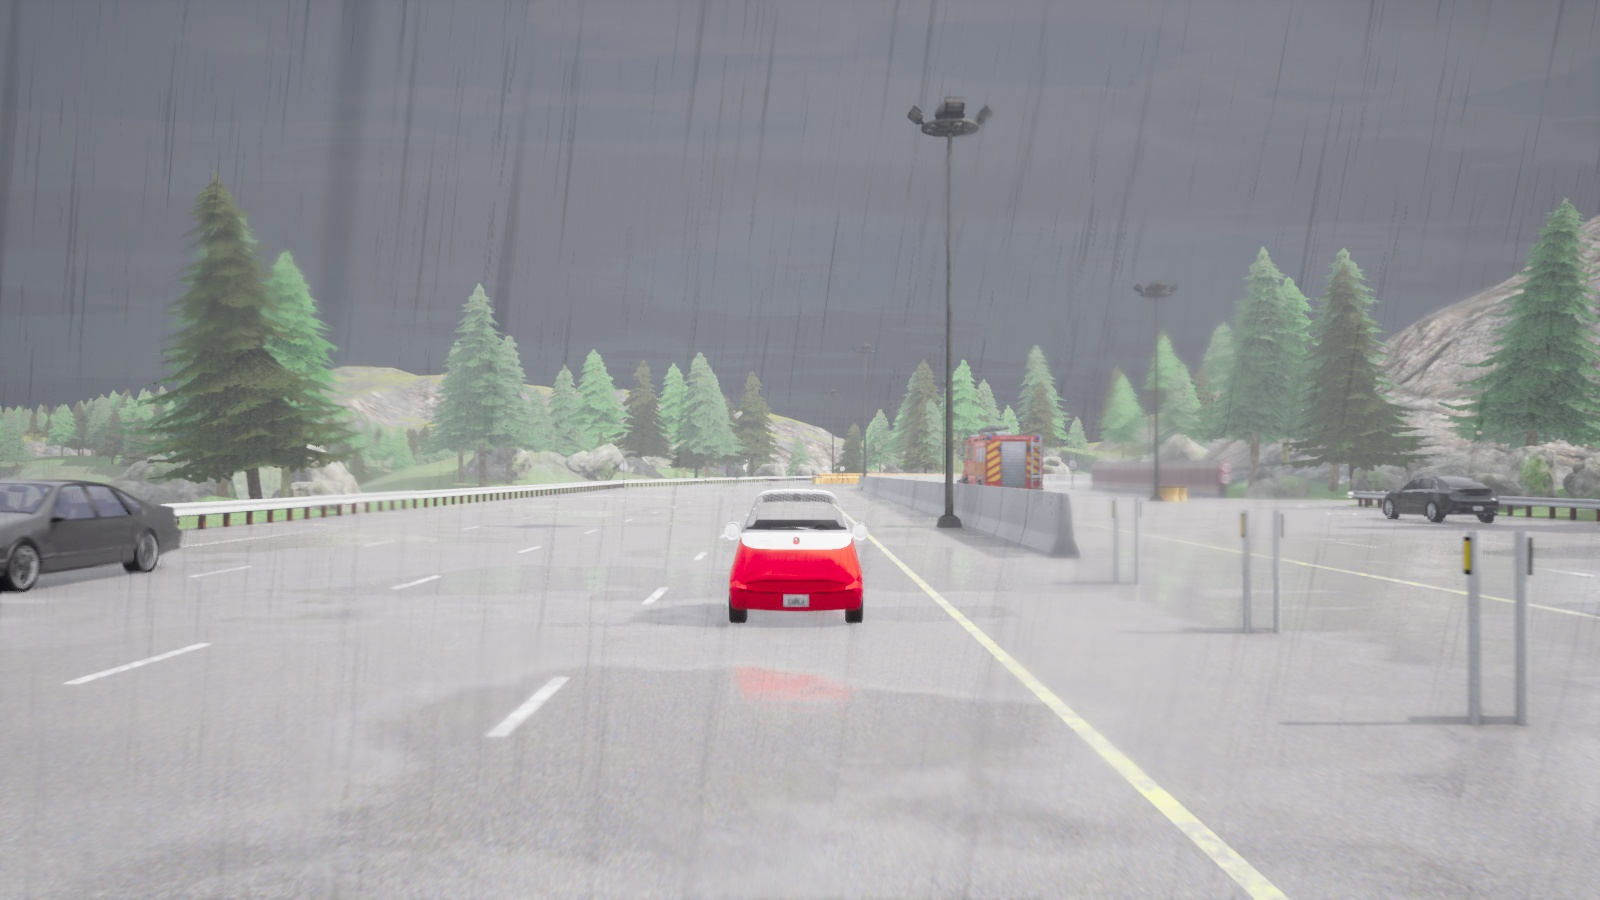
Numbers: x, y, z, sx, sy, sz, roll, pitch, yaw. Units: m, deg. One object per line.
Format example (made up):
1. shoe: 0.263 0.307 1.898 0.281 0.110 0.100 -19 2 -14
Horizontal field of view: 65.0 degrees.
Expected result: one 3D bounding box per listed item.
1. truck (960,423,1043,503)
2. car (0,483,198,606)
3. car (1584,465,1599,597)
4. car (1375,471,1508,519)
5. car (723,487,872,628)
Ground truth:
1. truck: 10.310 0.698 65.098 2.891 3.827 8.468 0 -1 0
2. car: -10.540 1.192 17.205 2.033 1.411 5.357 0 -1 0
3. car: 10.470 0.923 12.621 1.801 1.575 5.366 0 -1 0
4. car: 20.904 1.426 41.203 1.837 1.490 4.892 0 -1 0
5. car: -0.031 1.097 13.593 1.481 1.376 2.207 0 -1 0
